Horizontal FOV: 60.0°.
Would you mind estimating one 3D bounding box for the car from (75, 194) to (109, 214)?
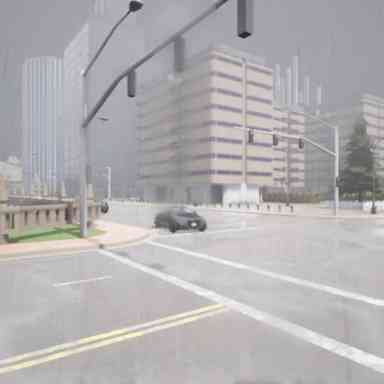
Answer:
[{"bbox_3d":[-10.443,1.211,34.222,2.150,2.045,5.566,0,0,-36],"label":"car"}]

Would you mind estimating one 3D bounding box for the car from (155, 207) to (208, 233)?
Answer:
[{"bbox_3d":[-0.712,1.555,19.473,1.994,1.385,4.181,0,0,-25],"label":"car"}]
